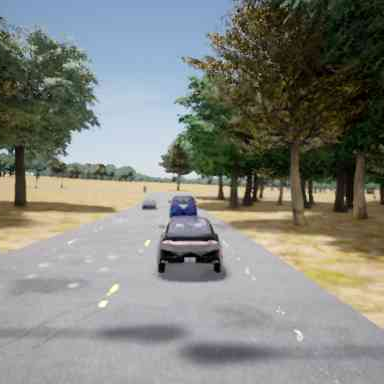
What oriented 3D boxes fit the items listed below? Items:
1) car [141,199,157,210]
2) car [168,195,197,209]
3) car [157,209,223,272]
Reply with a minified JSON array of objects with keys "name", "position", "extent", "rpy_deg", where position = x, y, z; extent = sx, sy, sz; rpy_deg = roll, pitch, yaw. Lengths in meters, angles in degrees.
[{"name":"car","position":[-5.526,1.582,43.339],"extent":[2.033,1.411,5.357],"rpy_deg":[0,0,-4]},{"name":"car","position":[-0.781,1.280,27.694],"extent":[2.150,2.045,5.566],"rpy_deg":[0,0,-3]},{"name":"car","position":[-0.104,1.552,11.086],"extent":[2.128,1.511,4.902],"rpy_deg":[0,0,-1]}]
